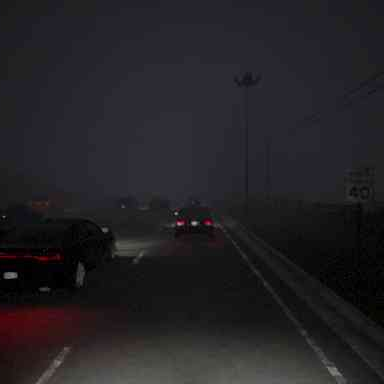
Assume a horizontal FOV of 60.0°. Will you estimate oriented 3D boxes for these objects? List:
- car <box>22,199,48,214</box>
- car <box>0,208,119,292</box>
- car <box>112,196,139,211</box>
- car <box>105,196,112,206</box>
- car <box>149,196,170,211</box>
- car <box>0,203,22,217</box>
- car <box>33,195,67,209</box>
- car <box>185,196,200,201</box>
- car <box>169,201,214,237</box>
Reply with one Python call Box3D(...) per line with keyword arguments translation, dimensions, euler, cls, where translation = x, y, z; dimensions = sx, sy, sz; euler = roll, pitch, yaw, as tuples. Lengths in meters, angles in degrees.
Box3D(translation=(-10.436, 1.364, 19.275), dimensions=(1.812, 1.442, 4.674), euler=(0, 1, 0), cls="car")
Box3D(translation=(-3.397, 1.404, 8.734), dimensions=(1.882, 1.535, 5.008), euler=(0, 0, 0), cls="car")
Box3D(translation=(-6.886, 1.204, 35.749), dimensions=(1.837, 1.490, 4.892), euler=(0, 0, 0), cls="car")
Box3D(translation=(-10.384, 1.184, 45.329), dimensions=(1.994, 1.385, 4.181), euler=(0, 0, 0), cls="car")
Box3D(translation=(-3.386, 1.180, 35.536), dimensions=(1.882, 1.535, 5.008), euler=(0, 0, 0), cls="car")
Box3D(translation=(-6.896, 1.277, 8.981), dimensions=(2.097, 1.767, 4.553), euler=(0, 1, 0), cls="car")
Box3D(translation=(-13.888, 1.082, 32.231), dimensions=(2.097, 1.767, 4.553), euler=(0, 0, 0), cls="car")
Box3D(translation=(0.116, 1.206, 42.751), dimensions=(1.994, 1.385, 4.181), euler=(0, 0, 0), cls="car")
Box3D(translation=(0.108, 1.404, 17.019), dimensions=(2.033, 1.411, 5.357), euler=(0, 0, 0), cls="car")
